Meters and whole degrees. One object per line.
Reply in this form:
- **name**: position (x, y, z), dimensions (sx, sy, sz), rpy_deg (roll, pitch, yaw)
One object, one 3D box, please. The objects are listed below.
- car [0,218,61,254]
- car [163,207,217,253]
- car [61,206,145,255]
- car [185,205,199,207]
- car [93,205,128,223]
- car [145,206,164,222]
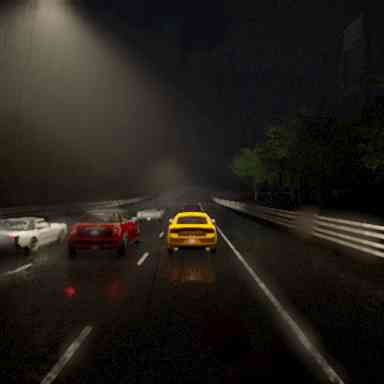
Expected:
- **car**: position (-6.995, 1.748, 14.101), dimensions (1.895, 1.301, 4.718), rpy_deg (0, -1, 0)
- **car**: position (0.010, 1.629, 14.481), dimensions (1.882, 1.535, 5.008), rpy_deg (0, 0, 0)
- **car**: position (-3.494, 1.497, 14.067), dimensions (2.097, 1.767, 4.553), rpy_deg (0, -1, 0)
- **car**: position (0.012, 1.852, 29.292), dimensions (1.994, 1.385, 4.181), rpy_deg (0, 0, 0)
- **car**: position (-6.991, 1.887, 29.104), dimensions (1.895, 1.301, 4.718), rpy_deg (0, 0, 0)
- **car**: position (-3.491, 1.887, 29.100), dimensions (1.895, 1.301, 4.718), rpy_deg (0, 0, 0)
